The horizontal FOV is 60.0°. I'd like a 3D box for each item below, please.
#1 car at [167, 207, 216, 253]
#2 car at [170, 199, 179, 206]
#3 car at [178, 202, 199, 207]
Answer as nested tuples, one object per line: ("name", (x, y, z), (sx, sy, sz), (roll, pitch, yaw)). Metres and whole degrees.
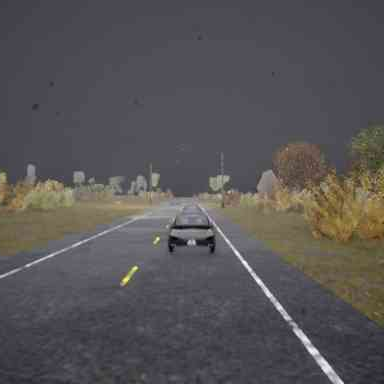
("car", (-0.003, 1.630, 14.294), (2.128, 1.511, 4.902), (0, 0, 0))
("car", (-3.596, 2.261, 71.005), (1.994, 1.385, 4.181), (0, -1, 0))
("car", (-0.009, 1.847, 29.287), (1.994, 1.385, 4.181), (0, -1, 0))
